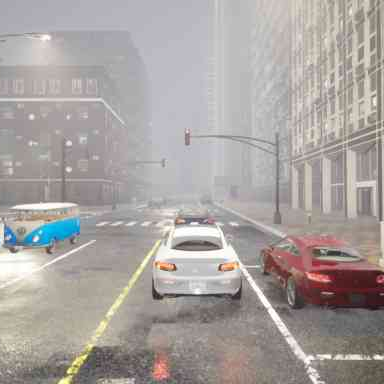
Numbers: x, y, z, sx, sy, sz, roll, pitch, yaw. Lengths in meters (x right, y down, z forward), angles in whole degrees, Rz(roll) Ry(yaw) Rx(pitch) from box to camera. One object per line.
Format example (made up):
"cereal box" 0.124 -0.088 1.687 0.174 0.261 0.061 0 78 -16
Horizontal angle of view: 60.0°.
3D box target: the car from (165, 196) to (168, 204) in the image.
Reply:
"car" -5.692 1.564 56.764 2.008 1.369 4.403 1 0 0

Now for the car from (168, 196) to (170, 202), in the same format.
"car" -5.693 1.580 62.419 1.947 1.339 4.313 1 0 0

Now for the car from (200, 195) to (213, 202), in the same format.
"car" 2.688 1.595 56.768 1.802 1.307 4.206 1 0 0

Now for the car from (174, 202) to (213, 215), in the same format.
"car" 0.072 1.509 17.386 2.163 1.488 4.792 0 0 -1

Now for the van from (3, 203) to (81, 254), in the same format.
"van" -5.765 1.345 13.193 1.690 1.788 3.998 1 0 0

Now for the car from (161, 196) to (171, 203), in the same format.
"car" -5.696 1.598 73.728 1.802 1.307 4.206 1 0 0

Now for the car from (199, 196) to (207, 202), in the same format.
"car" 2.682 1.599 79.387 1.802 1.307 4.206 1 0 0

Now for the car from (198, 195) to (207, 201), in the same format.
"car" 2.681 1.569 85.042 2.008 1.369 4.403 1 0 0

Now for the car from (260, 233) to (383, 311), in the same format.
"car" 2.699 1.584 7.511 1.802 1.307 4.206 1 0 0

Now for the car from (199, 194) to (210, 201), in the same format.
"car" 2.691 1.329 62.423 2.192 1.841 5.009 1 0 0

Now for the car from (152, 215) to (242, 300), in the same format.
"car" 0.103 1.528 8.273 1.812 1.442 4.674 0 0 0

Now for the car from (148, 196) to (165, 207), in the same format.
"car" -5.690 1.563 51.109 2.008 1.369 4.403 1 0 0
